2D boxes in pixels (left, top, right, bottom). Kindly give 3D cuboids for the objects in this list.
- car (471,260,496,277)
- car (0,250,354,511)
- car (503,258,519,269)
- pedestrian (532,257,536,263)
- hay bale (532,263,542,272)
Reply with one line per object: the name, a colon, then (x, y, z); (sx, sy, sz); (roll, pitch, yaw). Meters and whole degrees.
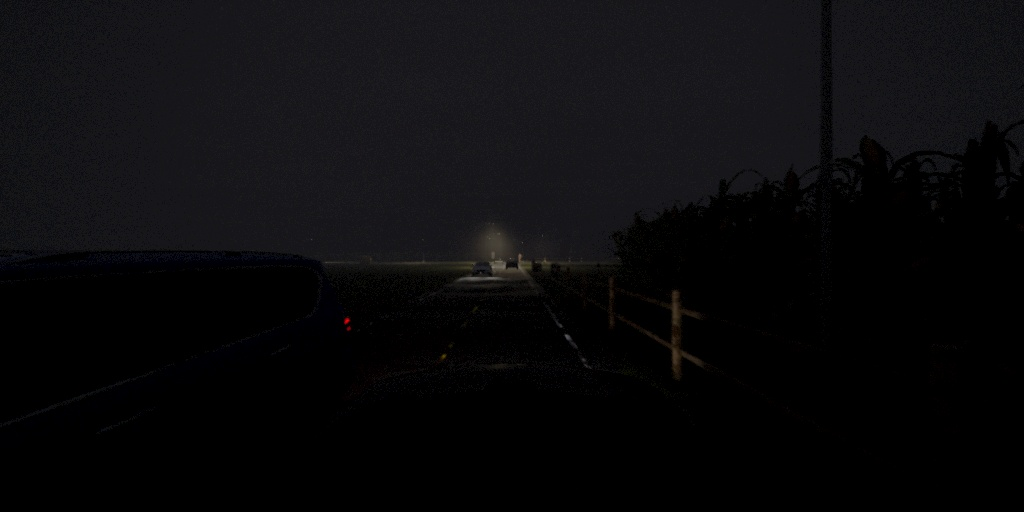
car: (-2.842, 1.252, 35.007); (1.812, 1.442, 4.674); (0, 0, 0)
car: (-2.840, 0.973, 1.789); (2.150, 2.045, 5.566); (0, 0, 0)
car: (0.005, 1.194, 54.085); (1.882, 1.535, 5.008); (0, 0, 0)
pedestrian: (2.826, 1.013, 46.488); (0.375, 1.860, 0.375); (-1, 1, 1)
hay bale: (3.126, 1.376, 45.379); (1.220, 1.180, 1.240); (0, 0, 0)
